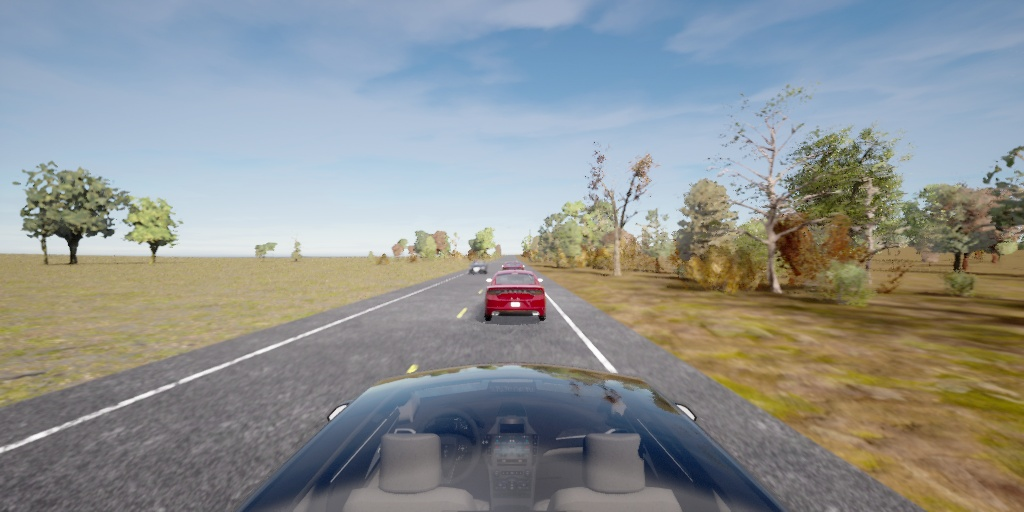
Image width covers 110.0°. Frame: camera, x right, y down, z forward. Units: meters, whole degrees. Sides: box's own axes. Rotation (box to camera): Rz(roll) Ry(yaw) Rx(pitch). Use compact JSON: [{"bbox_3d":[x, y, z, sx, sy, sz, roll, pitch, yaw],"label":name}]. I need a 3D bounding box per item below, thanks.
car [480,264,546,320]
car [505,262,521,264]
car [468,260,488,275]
[{"bbox_3d":[0.101,1.226,12.679,1.882,1.535,5.008,0,0,0],"label":"car"},{"bbox_3d":[0.104,1.213,31.052,1.882,1.535,5.008,0,0,0],"label":"car"},{"bbox_3d":[-3.587,1.217,38.914,2.128,1.511,4.902,0,0,0],"label":"car"}]
